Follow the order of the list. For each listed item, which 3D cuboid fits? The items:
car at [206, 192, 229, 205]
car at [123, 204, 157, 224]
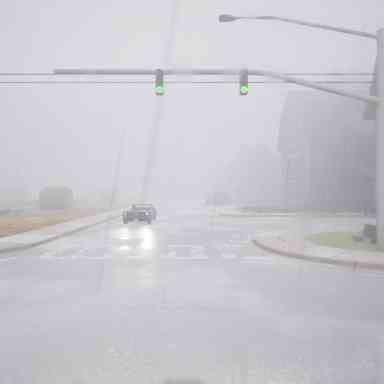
[{"bbox_3d":[3.946,1.000,52.590,1.905,1.878,3.866,-8,4,-42],"label":"car"},{"bbox_3d":[-3.679,1.526,23.975,1.895,1.301,4.718,0,0,0],"label":"car"}]
